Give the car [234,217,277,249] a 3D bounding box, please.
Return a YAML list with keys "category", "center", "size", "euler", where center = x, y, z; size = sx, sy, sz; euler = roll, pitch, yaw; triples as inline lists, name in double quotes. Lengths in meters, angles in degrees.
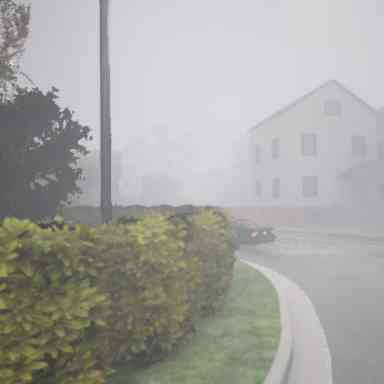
- category: "car"
  center: [1.567, 1.949, 16.682]
  size: [2.033, 1.411, 5.357]
  euler: [1, -2, -42]
